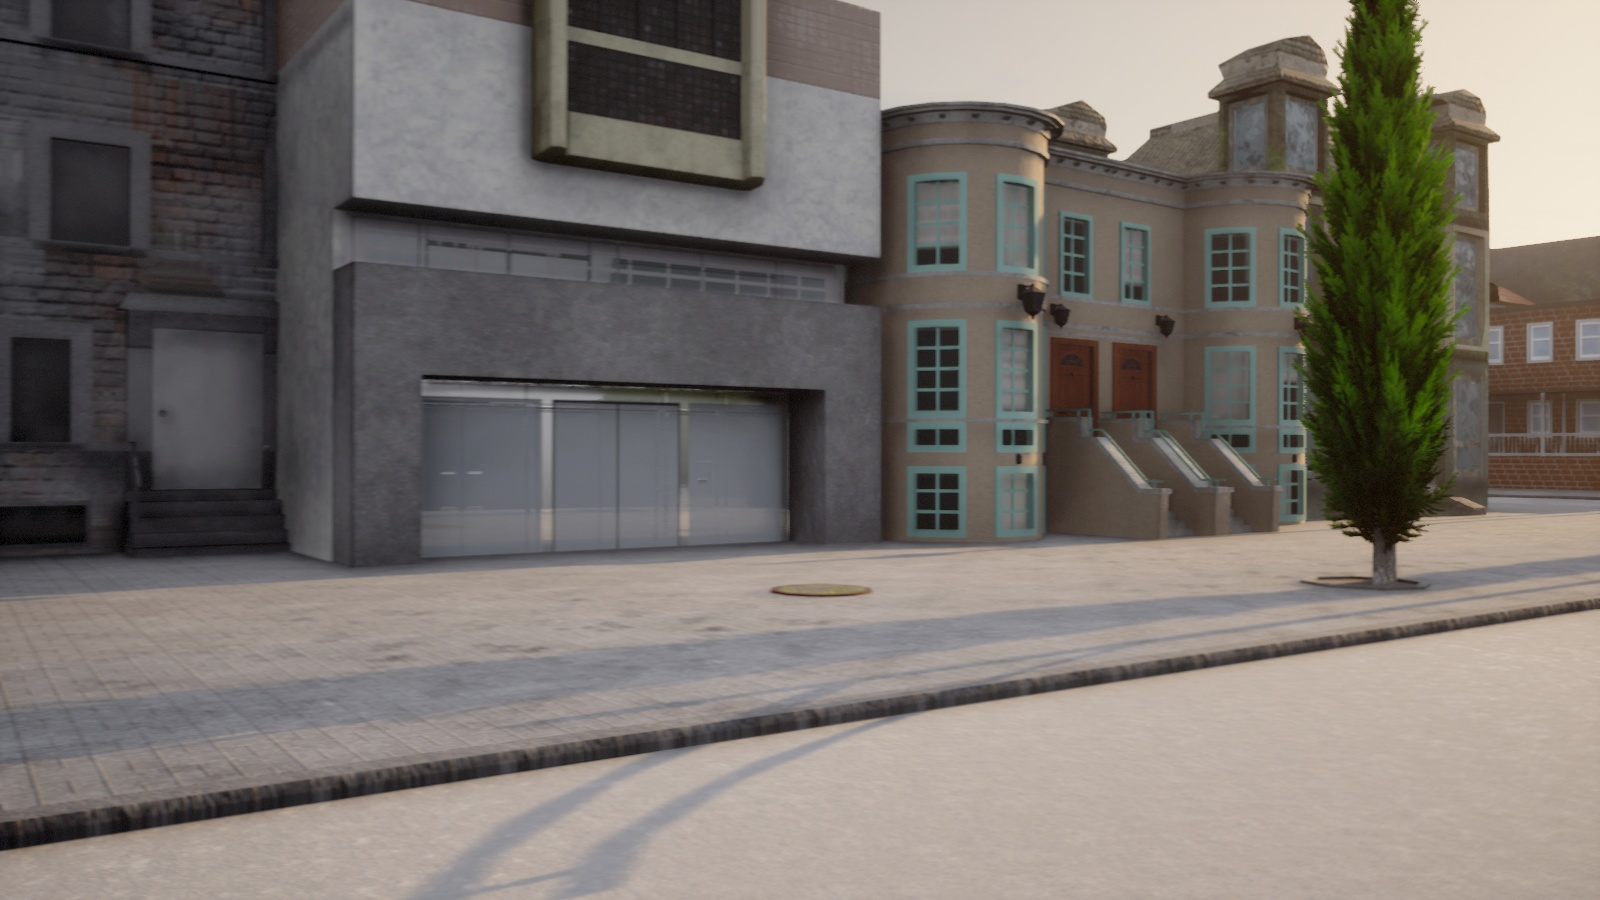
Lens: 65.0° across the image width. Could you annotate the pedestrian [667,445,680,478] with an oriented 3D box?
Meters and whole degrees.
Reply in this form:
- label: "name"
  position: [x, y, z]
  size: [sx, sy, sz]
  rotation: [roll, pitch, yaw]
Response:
- label: "pedestrian"
  position: [-6.942, 0.628, 68.895]
  size: [0.328, 1.805, 0.869]
  rotation: [0, 0, -36]
